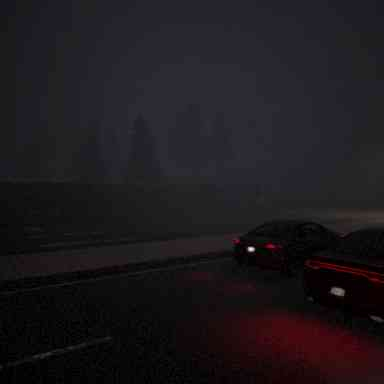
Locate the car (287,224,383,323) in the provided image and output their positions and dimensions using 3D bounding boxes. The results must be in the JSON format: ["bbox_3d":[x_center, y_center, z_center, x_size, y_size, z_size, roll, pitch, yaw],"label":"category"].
[{"bbox_3d":[4.402,1.477,6.888,5.008,1.535,1.882,0,0,-35],"label":"car"}]

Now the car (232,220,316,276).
[{"bbox_3d":[3.260,1.563,10.371,4.181,1.385,1.994,0,0,-35],"label":"car"}]
